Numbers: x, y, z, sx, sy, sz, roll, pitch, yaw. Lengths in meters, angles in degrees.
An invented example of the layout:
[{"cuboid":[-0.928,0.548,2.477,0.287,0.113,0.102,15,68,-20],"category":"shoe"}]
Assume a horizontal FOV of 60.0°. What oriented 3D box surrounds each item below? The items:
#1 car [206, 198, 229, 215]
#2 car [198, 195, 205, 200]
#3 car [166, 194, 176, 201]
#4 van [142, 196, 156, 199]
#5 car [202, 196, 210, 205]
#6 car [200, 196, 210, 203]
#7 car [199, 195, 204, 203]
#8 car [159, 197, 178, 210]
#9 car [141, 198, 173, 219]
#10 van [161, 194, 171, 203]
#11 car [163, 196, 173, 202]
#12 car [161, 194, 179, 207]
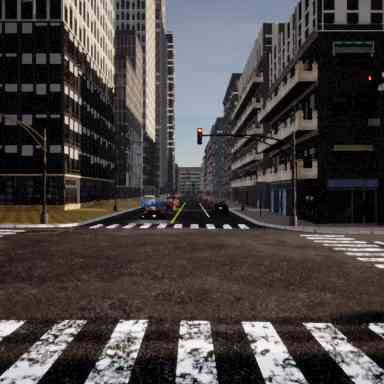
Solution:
[{"cuboid":[2.717,1.568,33.839,1.947,1.339,4.313,0,0,0],"category":"car"},{"cuboid":[2.766,1.590,94.695,1.947,1.339,4.313,0,0,0],"category":"car"},{"cuboid":[-5.619,1.337,89.048,2.192,1.841,5.009,0,0,0],"category":"car"},{"cuboid":[-5.657,1.346,43.813,1.690,1.788,3.998,0,0,0],"category":"van"},{"cuboid":[2.724,1.550,43.806,1.887,1.381,4.507,0,0,0],"category":"car"},{"cuboid":[2.748,1.559,72.077,1.887,1.381,4.507,0,0,0],"category":"car"},{"cuboid":[2.738,1.561,60.769,2.008,1.369,4.403,0,0,0],"category":"car"},{"cuboid":[-3.063,1.605,39.394,1.895,1.301,4.718,0,0,0],"category":"car"},{"cuboid":[-3.076,1.550,29.629,2.033,1.411,5.357,0,0,0],"category":"car"},{"cuboid":[-5.633,1.355,72.084,1.690,1.788,3.998,0,0,0],"category":"van"},{"cuboid":[-5.628,1.567,77.738,2.008,1.369,4.403,0,0,0],"category":"car"},{"cuboid":[-3.049,1.358,49.494,2.097,1.767,4.553,0,0,0],"category":"car"}]
